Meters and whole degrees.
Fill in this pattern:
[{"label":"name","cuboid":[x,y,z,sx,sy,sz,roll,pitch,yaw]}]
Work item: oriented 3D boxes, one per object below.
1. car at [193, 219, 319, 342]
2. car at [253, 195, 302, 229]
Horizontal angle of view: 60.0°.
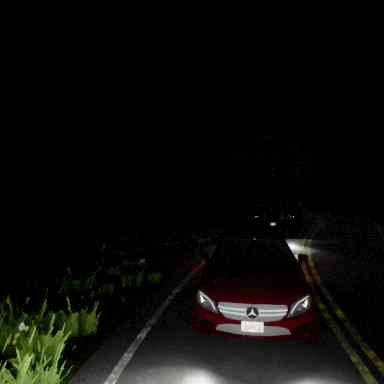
[{"label":"car","cuboid":[1.227,1.534,6.715,1.812,1.442,4.674,-1,0,11]},{"label":"car","cuboid":[4.991,1.215,18.889,2.150,2.045,5.566,-2,-1,22]}]
